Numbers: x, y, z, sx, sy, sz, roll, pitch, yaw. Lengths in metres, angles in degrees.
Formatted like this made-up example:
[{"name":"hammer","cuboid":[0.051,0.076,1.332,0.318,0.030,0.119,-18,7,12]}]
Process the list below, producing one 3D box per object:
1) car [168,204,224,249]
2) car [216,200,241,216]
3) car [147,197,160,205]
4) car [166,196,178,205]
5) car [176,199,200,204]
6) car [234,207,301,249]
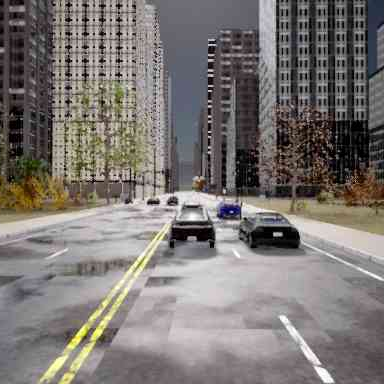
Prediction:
[{"name":"car","cuboid":[0.000,1.494,14.628,2.128,1.511,4.902,0,0,0]},{"name":"car","cuboid":[3.250,1.477,29.628,1.882,1.535,5.008,0,0,0]},{"name":"car","cuboid":[-6.500,1.564,56.653,1.994,1.385,4.181,0,0,0]},{"name":"car","cuboid":[-3.250,1.524,56.653,1.837,1.490,4.892,0,0,0]},{"name":"car","cuboid":[0.000,1.487,29.629,2.128,1.511,4.902,0,0,0]},{"name":"car","cuboid":[3.250,1.571,14.627,1.994,1.385,4.181,0,0,0]}]
